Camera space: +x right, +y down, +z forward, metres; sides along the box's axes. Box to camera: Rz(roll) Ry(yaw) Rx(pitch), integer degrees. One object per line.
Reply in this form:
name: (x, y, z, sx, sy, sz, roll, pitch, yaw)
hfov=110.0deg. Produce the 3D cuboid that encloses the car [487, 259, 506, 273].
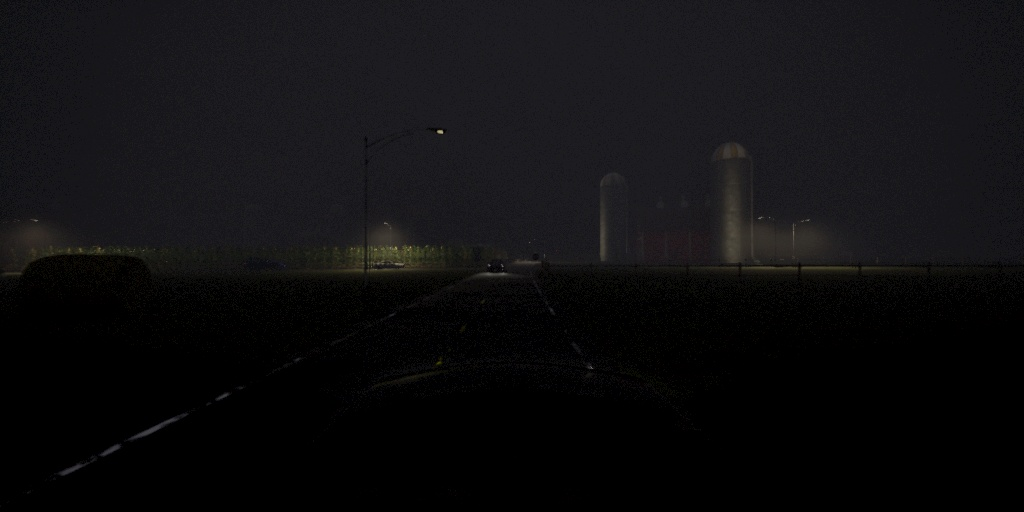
car: (-1.844, 1.111, 43.893, 2.097, 1.767, 4.553, 0, 0, 3)

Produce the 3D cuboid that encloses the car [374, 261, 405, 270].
car: (-18.946, 1.439, 55.544, 4.674, 1.442, 1.812, 1, -1, -3)
